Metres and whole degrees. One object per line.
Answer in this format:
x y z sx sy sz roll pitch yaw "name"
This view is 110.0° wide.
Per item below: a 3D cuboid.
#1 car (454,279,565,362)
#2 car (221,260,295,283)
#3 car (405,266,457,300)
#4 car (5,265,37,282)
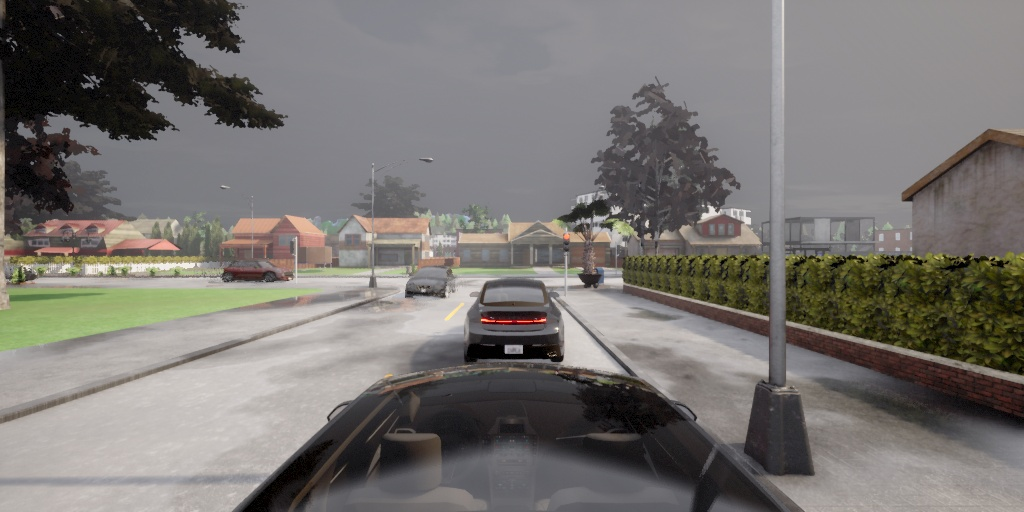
0.052 1.255 8.187 1.837 1.490 4.892 0 0 1 "car"
-18.867 1.102 26.832 4.553 1.767 2.097 0 0 0 "car"
-3.880 1.255 17.975 1.837 1.490 4.892 2 0 -1 "car"
-38.552 1.314 26.811 4.181 1.385 1.994 0 0 0 "car"
